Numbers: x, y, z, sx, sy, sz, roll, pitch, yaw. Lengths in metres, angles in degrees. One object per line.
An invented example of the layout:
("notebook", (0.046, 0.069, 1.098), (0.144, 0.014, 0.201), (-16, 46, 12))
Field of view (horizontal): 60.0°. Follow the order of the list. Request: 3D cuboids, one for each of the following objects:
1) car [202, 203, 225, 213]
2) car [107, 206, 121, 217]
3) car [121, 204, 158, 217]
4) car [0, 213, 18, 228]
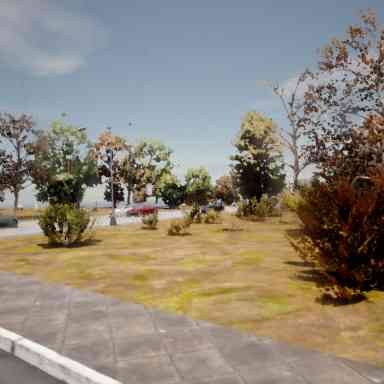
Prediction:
("car", (3.147, 2.231, 46.033), (1.994, 1.385, 4.181), (-3, -2, 32))
("car", (-9.592, 2.641, 45.808), (1.812, 1.442, 4.674), (-3, -2, 32))
("car", (-6.569, 2.433, 44.053), (1.882, 1.535, 5.008), (-3, -2, 32))
("car", (-16.926, 2.453, 27.839), (1.994, 1.385, 4.181), (-3, -2, 34))
